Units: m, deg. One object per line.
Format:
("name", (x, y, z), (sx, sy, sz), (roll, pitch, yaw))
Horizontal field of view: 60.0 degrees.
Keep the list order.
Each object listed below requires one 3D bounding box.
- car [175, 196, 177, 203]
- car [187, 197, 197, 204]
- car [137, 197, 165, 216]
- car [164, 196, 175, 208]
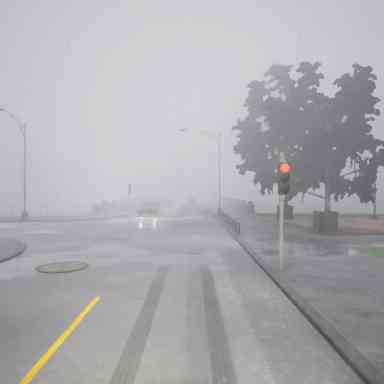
("car", (-3.994, 1.477, 67.504), (1.882, 1.535, 5.008), (0, 0, 0))
("car", (0.016, 1.547, 61.723), (2.033, 1.411, 5.357), (0, 0, 0))
("car", (-4.092, 1.547, 32.395), (2.033, 1.411, 5.357), (0, 0, 0))
("car", (-4.084, 1.490, 48.639), (2.128, 1.511, 4.902), (0, 0, 0))
